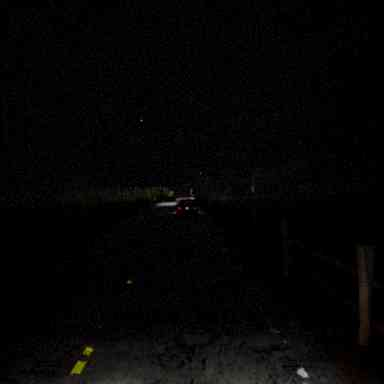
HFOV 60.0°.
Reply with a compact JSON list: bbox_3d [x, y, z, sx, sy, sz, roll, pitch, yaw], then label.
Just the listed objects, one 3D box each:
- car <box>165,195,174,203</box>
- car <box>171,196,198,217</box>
[{"bbox_3d":[-3.907,1.276,61.233,1.895,1.301,4.718,-1,0,-1],"label":"car"},{"bbox_3d":[-0.432,1.313,28.664,2.033,1.411,5.357,-1,0,-1],"label":"car"}]
